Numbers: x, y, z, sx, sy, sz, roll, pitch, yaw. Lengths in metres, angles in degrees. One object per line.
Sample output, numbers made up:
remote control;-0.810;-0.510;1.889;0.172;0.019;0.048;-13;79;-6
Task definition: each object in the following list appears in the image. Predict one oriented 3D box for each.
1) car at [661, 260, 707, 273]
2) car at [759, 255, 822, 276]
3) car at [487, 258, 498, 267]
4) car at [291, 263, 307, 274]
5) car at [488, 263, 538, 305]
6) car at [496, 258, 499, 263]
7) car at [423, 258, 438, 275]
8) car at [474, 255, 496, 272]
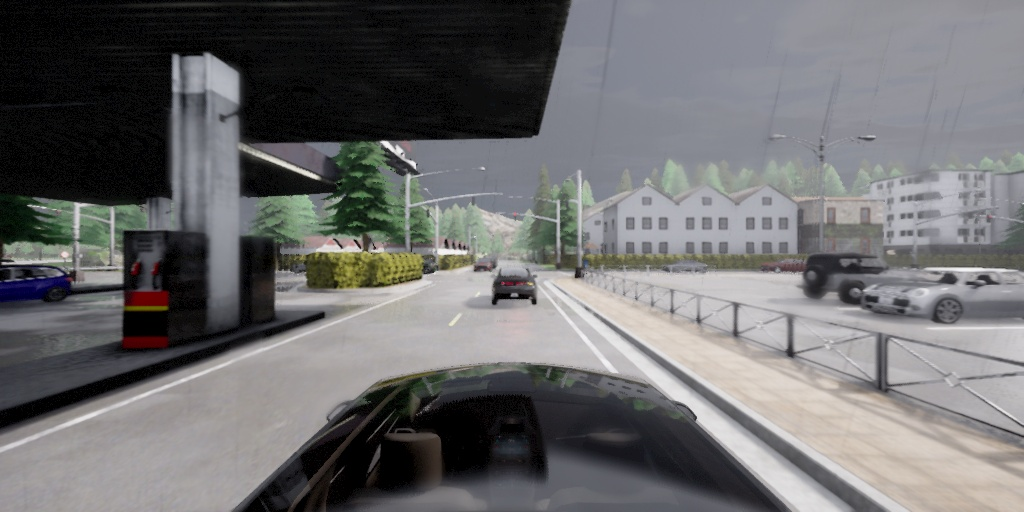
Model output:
car;17.428;1.044;36.380;4.181;1.385;1.994;0;0;0
car;27.892;0.958;36.414;5.008;1.535;1.882;0;0;0
car;-3.499;1.109;64.618;1.837;1.490;4.892;0;0;0
car;-19.927;1.059;36.257;4.181;1.385;1.994;1;0;0
car;0.097;1.222;15.871;1.837;1.490;4.892;0;0;0
car;-3.499;0.850;54.388;2.150;2.045;5.566;0;0;0
car;-9.921;0.893;36.292;4.553;1.767;2.097;3;0;0
car;-3.500;1.004;44.149;2.097;1.767;4.553;0;0;0
